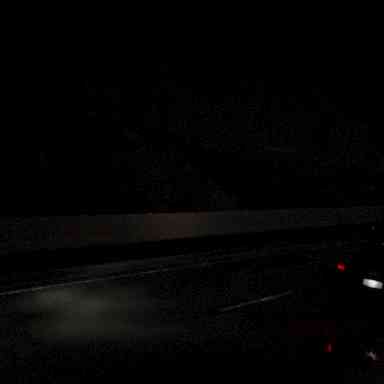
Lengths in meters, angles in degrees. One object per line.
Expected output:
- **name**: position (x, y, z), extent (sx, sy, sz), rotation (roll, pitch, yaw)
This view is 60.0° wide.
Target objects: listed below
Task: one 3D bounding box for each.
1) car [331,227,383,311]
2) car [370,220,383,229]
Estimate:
- **car**: position (4.864, 1.626, 7.113), extent (4.181, 1.385, 1.994), rotation (1, 0, -35)
- **car**: position (9.752, 1.693, 14.857), extent (4.181, 1.385, 1.994), rotation (1, 0, -35)
